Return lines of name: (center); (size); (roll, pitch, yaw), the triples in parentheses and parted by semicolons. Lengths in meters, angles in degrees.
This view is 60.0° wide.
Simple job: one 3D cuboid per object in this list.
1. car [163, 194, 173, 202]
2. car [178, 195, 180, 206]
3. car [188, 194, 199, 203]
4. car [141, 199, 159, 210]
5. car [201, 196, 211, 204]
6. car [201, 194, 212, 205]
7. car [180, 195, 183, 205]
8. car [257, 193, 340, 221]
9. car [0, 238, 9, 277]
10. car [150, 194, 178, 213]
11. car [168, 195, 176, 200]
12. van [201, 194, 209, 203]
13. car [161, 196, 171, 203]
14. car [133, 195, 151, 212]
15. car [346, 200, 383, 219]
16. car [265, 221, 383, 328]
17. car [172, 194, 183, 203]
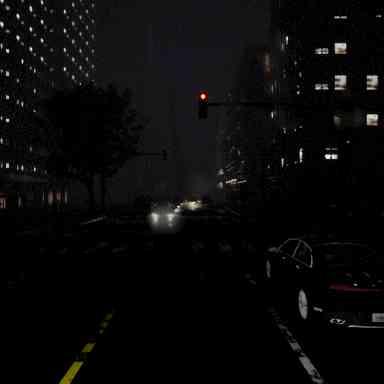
car: (-5.584, 1.385, 77.967); (2.192, 1.841, 5.009); (0, 0, 0)
car: (-3.031, 1.505, 46.132); (1.882, 1.535, 5.008); (0, 0, 0)
car: (0.095, 1.581, 69.036); (1.812, 1.442, 4.674); (0, 0, 0)
car: (-5.630, 1.592, 44.831); (1.947, 1.339, 4.313); (0, 0, 0)
car: (2.782, 1.577, 67.080); (1.752, 1.417, 4.829); (0, 0, 0)
car: (2.774, 1.610, 61.387); (1.947, 1.339, 4.313); (0, 0, 0)
car: (-3.009, 1.564, 56.703); (1.812, 1.442, 4.674); (0, 0, 1)
car: (7.517, 1.128, 24.219); (5.566, 2.045, 2.150); (-2, 0, 7)
car: (-5.681, 1.545, 6.919); (1.887, 1.381, 4.507); (0, 0, 0)
car: (-3.048, 1.371, 37.042); (2.097, 1.767, 4.553); (0, 0, 0)
car: (-5.561, 1.654, 94.536); (2.008, 1.369, 4.403); (0, 0, 0)
van: (2.789, 1.402, 72.434); (1.690, 1.788, 3.998); (0, 0, 0)
car: (-5.592, 1.627, 72.445); (1.947, 1.339, 4.313); (0, 0, 0)
car: (-5.637, 1.336, 39.308); (2.192, 1.841, 5.009); (0, 0, 0)
car: (13.462, 1.350, 26.299); (4.403, 1.369, 2.008); (-1, 1, 0)
car: (2.699, 1.551, 6.908); (2.008, 1.369, 4.403); (0, 0, 0)
car: (-2.904, 1.408, 69.306); (2.097, 1.767, 4.553); (0, 0, 0)
